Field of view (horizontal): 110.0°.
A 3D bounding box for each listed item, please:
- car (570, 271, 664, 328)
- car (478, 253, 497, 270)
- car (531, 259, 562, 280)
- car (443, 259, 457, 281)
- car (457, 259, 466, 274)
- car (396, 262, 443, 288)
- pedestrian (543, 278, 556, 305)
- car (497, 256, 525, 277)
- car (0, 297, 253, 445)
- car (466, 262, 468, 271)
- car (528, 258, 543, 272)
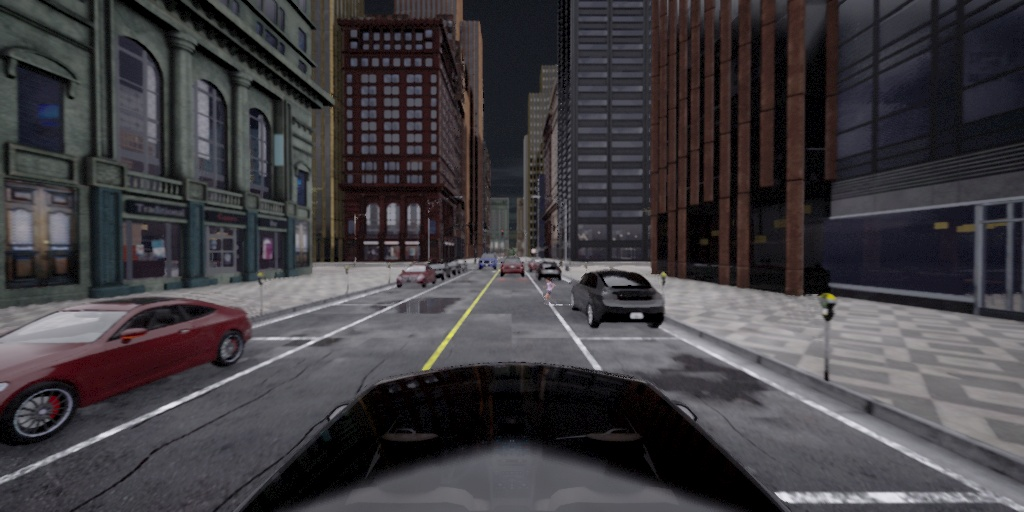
[{"bbox_3d":[3.000,1.182,11.056,1.837,1.490,4.892,0,0,0],"label":"car"},{"bbox_3d":[-3.000,0.682,45.406,2.150,2.045,5.566,0,0,0],"label":"car"},{"bbox_3d":[2.762,1.115,27.751,1.948,1.339,4.313,0,0,0],"label":"car"},{"bbox_3d":[-5.763,1.115,27.748,1.948,1.339,4.313,0,0,0],"label":"car"},{"bbox_3d":[-5.763,1.074,33.384,1.948,1.339,4.313,0,0,0],"label":"car"},{"bbox_3d":[-5.763,1.173,22.112,1.802,1.307,4.207,0,0,0],"label":"car"},{"bbox_3d":[1.452,1.331,13.728,0.500,1.100,0.500,0,1,-10],"label":"pedestrian"},{"bbox_3d":[0.056,0.870,32.005,2.097,1.767,4.553,0,0,1],"label":"car"},{"bbox_3d":[-5.763,1.304,5.203,1.802,1.307,4.207,0,0,0],"label":"car"},{"bbox_3d":[-5.763,1.018,39.021,2.007,1.370,4.403,0,0,0],"label":"car"},{"bbox_3d":[2.762,0.907,39.023,1.967,1.591,4.097,0,0,0],"label":"car"}]
